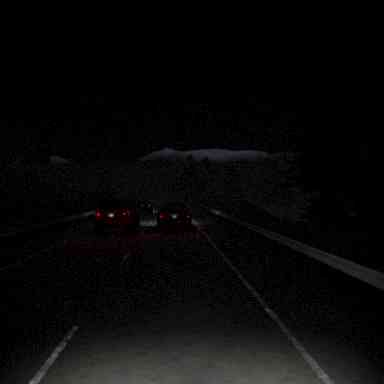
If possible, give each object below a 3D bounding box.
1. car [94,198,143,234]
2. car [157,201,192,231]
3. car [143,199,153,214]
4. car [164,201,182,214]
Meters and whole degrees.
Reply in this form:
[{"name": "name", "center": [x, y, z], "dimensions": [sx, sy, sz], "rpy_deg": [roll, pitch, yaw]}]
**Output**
[{"name": "car", "center": [-4.602, 1.387, 20.877], "dimensions": [2.150, 2.045, 5.566], "rpy_deg": [0, 0, -4]}, {"name": "car", "center": [-1.159, 1.493, 21.724], "dimensions": [2.097, 1.767, 4.553], "rpy_deg": [0, 0, -4]}, {"name": "car", "center": [-5.840, 1.646, 40.339], "dimensions": [2.097, 1.767, 4.553], "rpy_deg": [0, 0, -4]}, {"name": "car", "center": [-2.302, 1.808, 39.841], "dimensions": [2.033, 1.411, 5.357], "rpy_deg": [0, 0, -4]}]
